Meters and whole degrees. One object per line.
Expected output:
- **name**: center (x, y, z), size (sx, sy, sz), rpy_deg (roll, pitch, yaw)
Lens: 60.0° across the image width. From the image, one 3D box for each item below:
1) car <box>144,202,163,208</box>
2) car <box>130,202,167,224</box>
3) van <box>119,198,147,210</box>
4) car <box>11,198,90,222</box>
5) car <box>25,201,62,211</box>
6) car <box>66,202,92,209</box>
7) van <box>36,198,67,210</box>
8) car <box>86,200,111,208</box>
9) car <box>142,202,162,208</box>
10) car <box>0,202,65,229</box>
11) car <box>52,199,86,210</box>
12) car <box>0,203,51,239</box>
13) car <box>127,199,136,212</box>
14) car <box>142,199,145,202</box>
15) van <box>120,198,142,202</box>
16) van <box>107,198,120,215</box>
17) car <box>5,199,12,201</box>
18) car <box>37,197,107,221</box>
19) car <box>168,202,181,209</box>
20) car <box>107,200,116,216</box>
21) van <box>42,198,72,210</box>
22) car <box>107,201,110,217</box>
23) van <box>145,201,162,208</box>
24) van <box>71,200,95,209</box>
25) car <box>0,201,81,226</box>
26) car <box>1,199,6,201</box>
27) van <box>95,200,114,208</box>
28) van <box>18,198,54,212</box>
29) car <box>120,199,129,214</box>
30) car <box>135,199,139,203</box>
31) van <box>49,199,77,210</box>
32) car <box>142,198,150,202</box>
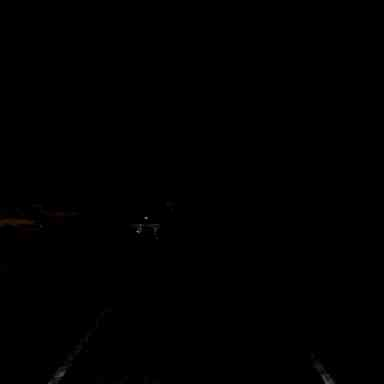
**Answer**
- **car**: center (-10.311, 3.495, 88.511), size (4.792, 1.488, 2.163), rpy_deg (0, -2, 0)
- **car**: center (-3.361, 1.746, 26.397), size (1.994, 1.385, 4.181), rpy_deg (0, -1, 0)
- **van**: center (-10.225, 2.131, 58.003), size (4.442, 1.987, 1.878), rpy_deg (0, -2, 0)
- **car**: center (-10.374, 1.500, 24.715), size (4.553, 1.767, 2.185), rpy_deg (0, -1, 0)
- **car**: center (-23.426, 2.188, 52.621), size (5.008, 1.535, 2.097), rpy_deg (0, -1, 0)
- **car**: center (-23.418, 2.804, 69.212), size (4.674, 1.452, 2.002), rpy_deg (0, -2, 0)
- **van**: center (-23.305, 2.031, 55.246), size (4.442, 1.987, 1.878), rpy_deg (0, -2, 0)
- **car**: center (-23.392, 3.016, 83.065), size (5.566, 2.045, 2.435), rpy_deg (0, -2, 0)
- **car**: center (-10.311, 3.394, 85.737), size (4.792, 1.488, 2.163), rpy_deg (0, -2, 0)
- **car**: center (-10.349, 1.538, 19.165), size (4.892, 1.521, 2.231), rpy_deg (0, -1, 0)
- **car**: center (-23.392, 2.308, 63.560), size (5.566, 2.045, 2.435), rpy_deg (0, -2, 0)
- **car**: center (-10.158, 1.501, 16.396), size (5.366, 1.575, 1.946), rpy_deg (0, -1, 0)
- **car**: center (-10.312, 2.046, 44.136), size (4.792, 1.488, 2.163), rpy_deg (0, -1, 0)
- **car**: center (-10.371, 2.215, 52.470), size (4.792, 1.488, 2.163), rpy_deg (0, -2, 0)
- **van**: center (-10.225, 1.903, 49.694), size (4.442, 1.987, 1.878), rpy_deg (0, -1, 0)
- **van**: center (-10.459, 1.622, 35.815), size (4.442, 1.987, 1.878), rpy_deg (0, -1, 0)
- **car**: center (-23.417, 1.908, 38.774), size (5.008, 1.535, 2.097), rpy_deg (0, -1, 0)
- **car**: center (-10.314, 1.428, 27.489), size (5.566, 2.045, 2.435), rpy_deg (0, -1, 0)
- **car**: center (-3.302, 2.704, 68.261), size (1.882, 1.535, 5.008), rpy_deg (0, -2, 0)
- **car**: center (-10.345, 1.832, 33.034), size (4.674, 1.452, 2.002), rpy_deg (0, -1, 0)
- **van**: center (-23.538, 2.136, 58.148), size (4.442, 1.987, 1.878), rpy_deg (0, -2, 0)
- **car**: center (-10.372, 1.765, 30.260), size (4.792, 1.488, 2.163), rpy_deg (0, -1, 0)
- **van**: center (-10.456, 3.340, 91.295), size (4.442, 1.987, 1.878), rpy_deg (0, -2, 0)
- **van**: center (-23.537, 2.635, 71.864), size (4.442, 1.987, 1.878), rpy_deg (0, -2, 0)
- **car**: center (-10.349, 1.577, 21.937), size (5.008, 1.535, 2.097), rpy_deg (0, -1, 0)
- **car**: center (-23.417, 1.849, 35.879), size (5.008, 1.535, 2.097), rpy_deg (0, -1, 0)
- **van**: center (-23.303, 3.243, 88.600), size (4.442, 1.987, 1.878), rpy_deg (0, -2, 0)
- **van**: center (-23.305, 1.907, 49.856), size (4.442, 1.987, 1.878), rpy_deg (0, -1, 0)
- **car**: center (-10.348, 1.904, 38.587), size (5.008, 1.535, 2.097), rpy_deg (0, -1, 0)
- **car**: center (-10.344, 2.113, 46.913), size (4.674, 1.452, 2.002), rpy_deg (0, -1, 0)
- **van**: center (-23.538, 2.232, 60.791), size (4.442, 1.987, 1.878), rpy_deg (0, -2, 0)
- **car**: center (-10.370, 2.004, 55.229), size (5.566, 2.045, 2.435), rpy_deg (0, -2, 0)
